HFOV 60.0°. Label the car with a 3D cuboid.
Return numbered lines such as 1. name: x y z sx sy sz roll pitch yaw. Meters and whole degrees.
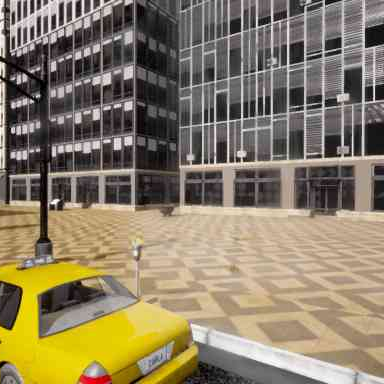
1. car: -2.207 1.525 4.466 4.829 1.417 1.752 0 0 36
